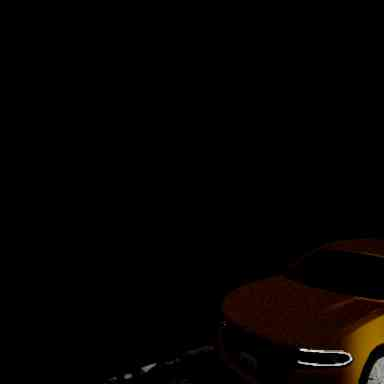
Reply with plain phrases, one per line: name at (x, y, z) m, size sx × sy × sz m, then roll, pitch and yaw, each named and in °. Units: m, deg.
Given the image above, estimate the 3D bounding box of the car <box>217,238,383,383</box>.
car at (2.621, 1.489, 4.940) m, size 5.008 × 1.535 × 1.882 m, roll 0°, pitch 0°, yaw -35°
